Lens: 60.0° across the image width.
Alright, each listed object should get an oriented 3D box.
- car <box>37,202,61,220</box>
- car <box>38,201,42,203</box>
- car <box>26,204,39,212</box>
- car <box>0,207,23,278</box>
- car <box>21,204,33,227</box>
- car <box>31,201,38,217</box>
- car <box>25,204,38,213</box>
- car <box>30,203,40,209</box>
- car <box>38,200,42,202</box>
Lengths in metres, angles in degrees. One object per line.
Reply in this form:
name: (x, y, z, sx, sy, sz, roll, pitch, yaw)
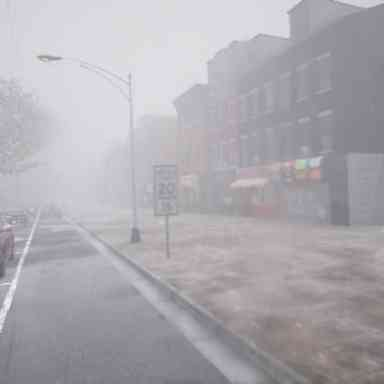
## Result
car: (-15.103, 2.104, 35.704, 2.128, 1.511, 4.902, -2, 0, -23)
car: (-19.395, 2.319, 45.283, 2.128, 1.511, 4.902, -2, 0, -24)
car: (-29.352, 2.902, 61.198, 2.008, 1.369, 4.403, -3, 0, -24)
car: (-6.938, 1.591, 10.634, 2.192, 1.841, 5.009, -3, 0, -24)
car: (-14.501, 2.075, 27.440, 1.837, 1.490, 4.892, -2, 0, -24)
car: (-20.392, 2.286, 40.974, 1.967, 1.590, 4.097, -3, 0, -24)
car: (-27.110, 2.802, 56.140, 1.802, 1.307, 4.206, -3, 0, -24)
car: (-38.320, 3.386, 81.435, 2.008, 1.369, 4.403, -3, 0, -24)
car: (-33.842, 3.043, 71.316, 1.967, 1.590, 4.097, -3, 0, -24)
